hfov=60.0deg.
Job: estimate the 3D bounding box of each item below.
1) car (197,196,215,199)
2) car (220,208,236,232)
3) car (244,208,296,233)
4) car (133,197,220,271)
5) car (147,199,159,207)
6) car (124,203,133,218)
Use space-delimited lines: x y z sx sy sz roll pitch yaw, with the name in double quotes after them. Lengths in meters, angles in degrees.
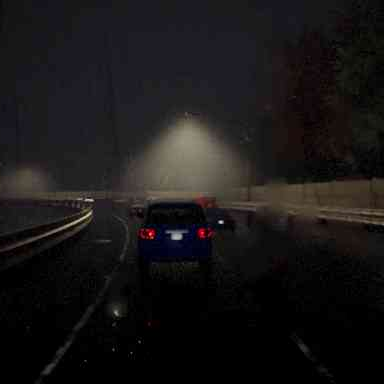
0.980 1.456 35.624 2.150 2.045 5.566 0 0 -17 "car"
1.277 1.698 20.851 1.994 1.385 4.181 0 0 -11 "car"
4.743 1.681 20.774 1.994 1.385 4.181 0 0 -11 "car"
-0.705 1.303 11.505 2.150 2.045 5.566 0 0 -7 "car"
-7.511 2.026 63.464 1.994 1.385 4.181 0 0 -9 "car"
-5.528 1.796 32.981 2.033 1.411 5.357 0 0 -19 "car"
